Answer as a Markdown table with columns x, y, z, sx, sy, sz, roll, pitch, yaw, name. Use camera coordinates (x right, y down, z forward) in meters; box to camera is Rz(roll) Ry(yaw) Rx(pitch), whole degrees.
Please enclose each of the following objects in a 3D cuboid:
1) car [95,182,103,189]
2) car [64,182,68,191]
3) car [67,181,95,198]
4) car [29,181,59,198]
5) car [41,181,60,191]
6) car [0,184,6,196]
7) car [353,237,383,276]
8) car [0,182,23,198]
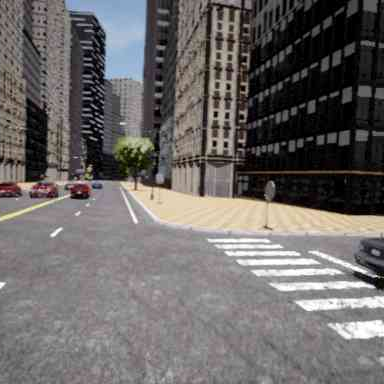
| x | y | z | sx | sy | sz | roll | pitch | yaw | name |
| --- | --- | --- | --- | --- | --- | --- | --- | --- | --- |
| -19.036 | -1.293 | 66.974 | 1.994 | 1.385 | 4.181 | 2 | 2 | -13 | car |
| -19.616 | -0.994 | 54.367 | 2.128 | 1.511 | 4.902 | 2 | 2 | -13 | car |
| -12.162 | -0.180 | 36.655 | 1.882 | 1.535 | 5.008 | 2 | 2 | -13 | car |
| -15.089 | -0.336 | 34.039 | 2.097 | 1.767 | 4.553 | 2 | 2 | -13 | car |
| -22.786 | -1.019 | 53.652 | 1.994 | 1.385 | 4.181 | 2 | 2 | -13 | car |
| -10.969 | 0.525 | 15.797 | 2.128 | 1.511 | 4.902 | 2 | 2 | -13 | car |
| 6.973 | 1.640 | 8.343 | 5.357 | 1.411 | 2.033 | 3 | 2 | -5 | car |
| -18.150 | -0.238 | 32.819 | 1.812 | 1.442 | 4.674 | 2 | 2 | -13 | car |
